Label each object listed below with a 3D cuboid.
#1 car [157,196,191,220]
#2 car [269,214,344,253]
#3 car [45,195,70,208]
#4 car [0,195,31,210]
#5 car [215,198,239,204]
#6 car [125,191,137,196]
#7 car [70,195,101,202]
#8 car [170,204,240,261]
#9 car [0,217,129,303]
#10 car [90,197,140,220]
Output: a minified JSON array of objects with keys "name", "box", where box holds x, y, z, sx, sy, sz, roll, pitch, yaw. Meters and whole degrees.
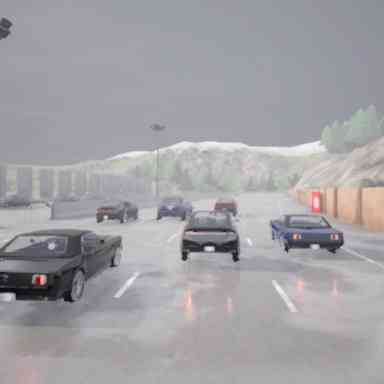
[{"name":"car","box":[-1.197,1.152,25.537,2.097,1.767,4.553,0,0,9]},{"name":"car","box":[4.287,1.510,13.259,1.895,1.301,4.718,0,0,5]},{"name":"car","box":[-16.162,1.130,41.431,2.128,1.511,4.902,0,1,13]},{"name":"car","box":[-20.514,1.148,37.755,2.128,1.511,4.902,0,0,12]},{"name":"car","box":[3.126,1.255,30.049,1.882,1.535,5.008,0,1,11]},{"name":"car","box":[-14.273,0.467,76.810,1.882,1.535,5.008,0,0,15]},{"name":"car","box":[-12.620,1.153,41.278,1.837,1.490,4.892,0,1,13]},{"name":"car","box":[0.688,1.401,11.957,2.128,1.511,4.902,0,0,4]},{"name":"car","box":[-3.099,1.530,8.026,1.895,1.301,4.718,0,0,3]},{"name":"car","box":[-5.085,1.313,23.292,1.837,1.490,4.892,0,1,8]}]
